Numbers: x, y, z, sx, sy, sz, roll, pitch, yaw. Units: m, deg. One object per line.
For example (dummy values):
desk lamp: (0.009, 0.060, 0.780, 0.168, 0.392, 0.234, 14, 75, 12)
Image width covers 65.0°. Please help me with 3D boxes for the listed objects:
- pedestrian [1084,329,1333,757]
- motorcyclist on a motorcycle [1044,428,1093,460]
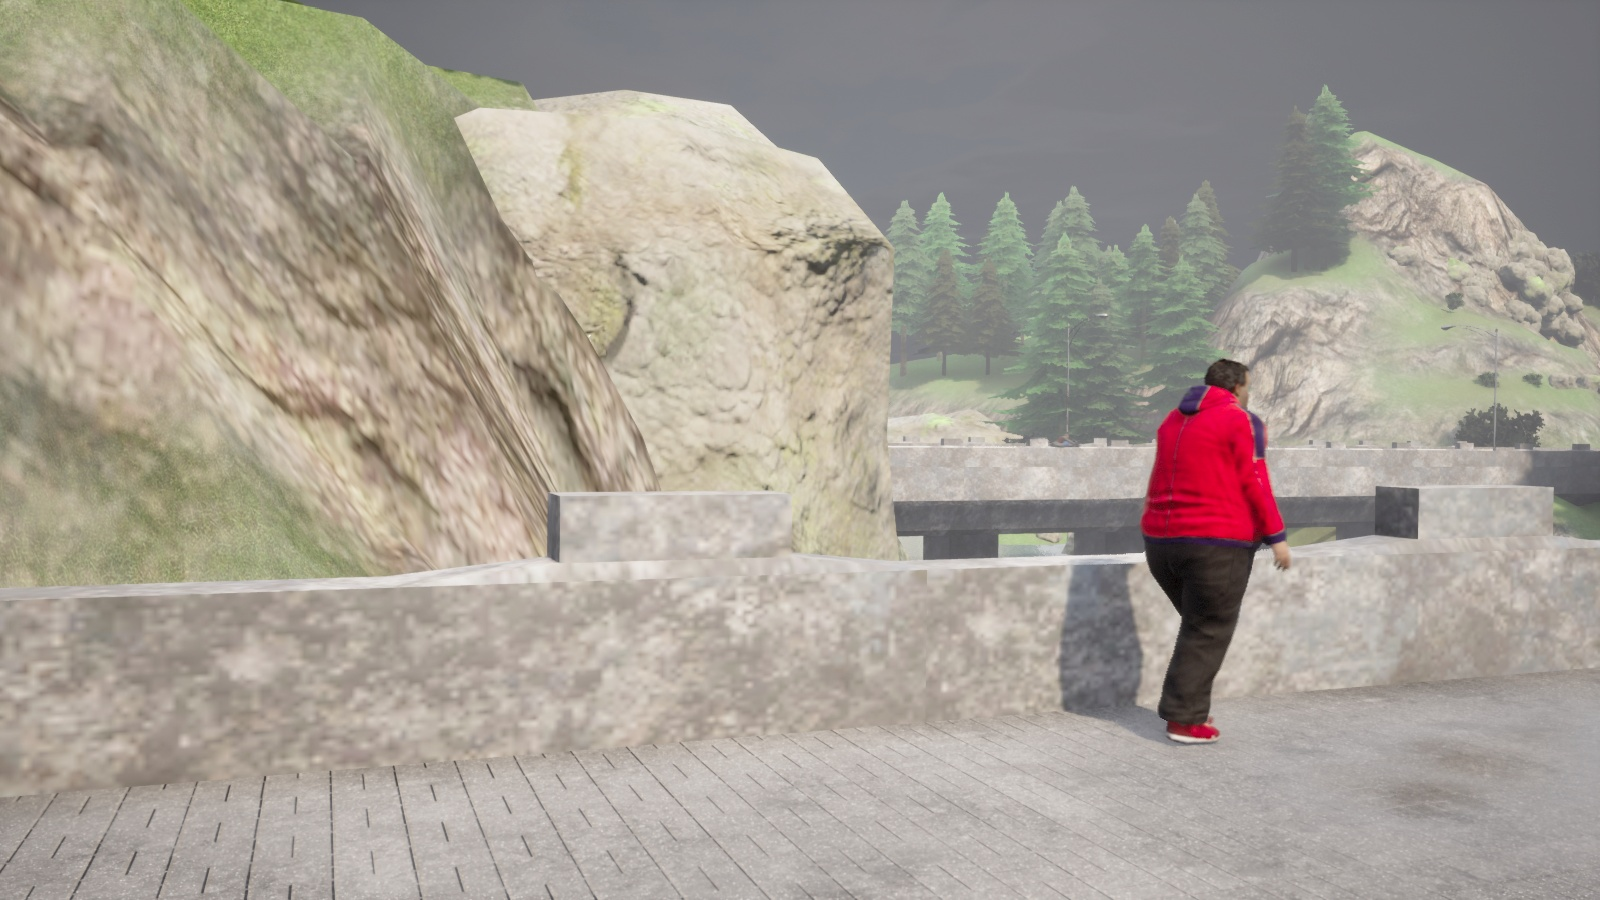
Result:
pedestrian: (1.901, 0.392, 5.871, 0.899, 1.844, 0.634, -1, 1, -23)
motorcyclist on a motorcycle: (13.211, -0.315, 61.759, 2.191, 1.530, 0.866, -1, 1, -21)
